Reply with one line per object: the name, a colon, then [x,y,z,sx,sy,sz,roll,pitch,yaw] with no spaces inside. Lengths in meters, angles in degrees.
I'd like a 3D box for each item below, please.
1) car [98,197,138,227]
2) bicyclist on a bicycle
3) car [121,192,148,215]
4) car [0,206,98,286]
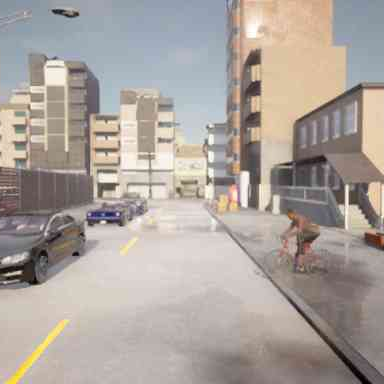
car: [-4.547,1.171,19.050,1.895,1.301,4.718,0,1,-1]
bicyclist on a bicycle: [2.415,1.174,7.538,1.656,1.620,0.582,0,1,-1]
car: [-4.621,0.780,25.392,2.097,1.767,4.553,0,1,-1]
car: [-4.304,1.290,8.922,2.128,1.511,4.902,0,1,-1]
